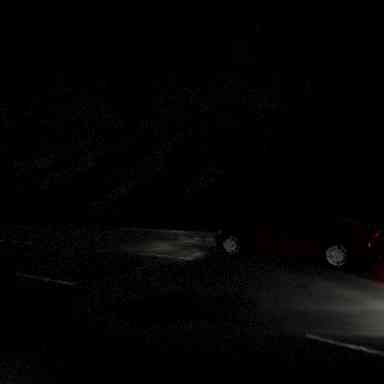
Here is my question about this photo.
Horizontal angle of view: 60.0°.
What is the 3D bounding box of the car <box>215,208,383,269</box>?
[{"bbox_3d":[3.085,1.243,10.271,5.008,1.535,1.882,0,1,33],"label":"car"}]
